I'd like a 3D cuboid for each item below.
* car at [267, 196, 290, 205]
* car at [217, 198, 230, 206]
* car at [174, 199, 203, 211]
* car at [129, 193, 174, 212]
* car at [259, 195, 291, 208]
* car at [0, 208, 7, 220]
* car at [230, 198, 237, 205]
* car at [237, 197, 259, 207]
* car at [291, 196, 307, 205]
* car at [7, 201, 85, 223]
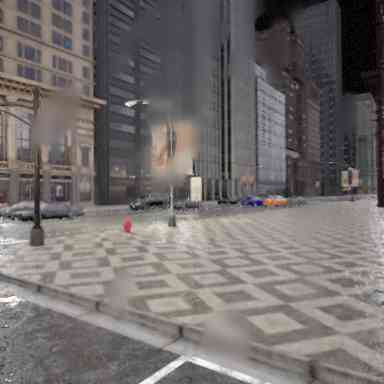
[{"bbox_3d":[14.809,1.397,56.579,2.128,1.511,4.902,-1,0,35],"label":"car"},{"bbox_3d":[6.120,1.606,55.578,1.895,1.301,4.718,-1,0,35],"label":"car"},{"bbox_3d":[-0.695,1.521,40.568,2.033,1.411,5.357,-1,0,35],"label":"car"},{"bbox_3d":[-5.037,1.226,40.080,2.150,2.045,5.566,-1,1,36],"label":"car"},{"bbox_3d":[11.731,1.238,46.557,2.097,1.767,4.553,-1,0,36],"label":"car"},{"bbox_3d":[-13.720,1.539,27.886,2.128,1.511,4.902,-1,0,36],"label":"car"},{"bbox_3d":[8.782,1.200,53.720,2.033,1.411,5.357,-1,0,35],"label":"car"},{"bbox_3d":[8.921,1.396,48.220,1.882,1.535,5.008,-1,0,36],"label":"car"},{"bbox_3d":[17.457,1.365,54.693,2.128,1.511,4.902,-1,0,35],"label":"car"},{"bbox_3d":[-11.054,1.564,26.023,2.033,1.411,5.357,-1,0,35],"label":"car"}]
